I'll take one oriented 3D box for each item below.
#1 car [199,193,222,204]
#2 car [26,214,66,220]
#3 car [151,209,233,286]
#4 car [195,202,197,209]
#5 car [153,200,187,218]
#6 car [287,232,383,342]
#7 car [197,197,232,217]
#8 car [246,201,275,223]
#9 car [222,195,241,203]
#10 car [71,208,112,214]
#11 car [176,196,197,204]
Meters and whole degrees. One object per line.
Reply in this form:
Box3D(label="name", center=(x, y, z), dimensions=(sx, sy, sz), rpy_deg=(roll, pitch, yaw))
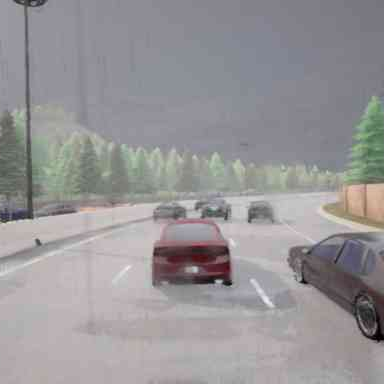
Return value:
Box3D(label="car", center=(3.779, 1.229, 67.218), dimensions=(2.150, 2.045, 5.566), rpy_deg=(-1, 0, 33))
Box3D(label="car", center=(-12.043, 1.797, 29.012), dimensions=(1.837, 1.490, 4.892), rpy_deg=(-1, 0, 12))
Box3D(label="car", center=(0.010, 1.488, 9.488), dimensions=(1.882, 1.535, 5.008), rpy_deg=(-1, 0, 0))
Box3D(label="car", center=(1.757, 1.512, 39.335), dimensions=(1.837, 1.490, 4.892), rpy_deg=(-1, 0, 20))
Box3D(label="car", center=(-1.670, 1.557, 26.720), dimensions=(2.128, 1.511, 4.902), rpy_deg=(-1, 0, 11))
Box3D(label="car", center=(3.447, 1.480, 6.314), dimensions=(2.033, 1.411, 5.357), rpy_deg=(-1, 0, -1))
Box3D(label="car", center=(2.119, 1.337, 27.527), dimensions=(2.097, 1.767, 4.553), rpy_deg=(-1, 0, 12))
Box3D(label="car", center=(5.148, 1.421, 25.008), dimensions=(1.837, 1.490, 4.892), rpy_deg=(-1, 0, 11))
Box3D(label="car", center=(8.038, 1.361, 67.394), dimensions=(1.882, 1.535, 5.008), rpy_deg=(-1, 0, 32))
Box3D(label="car", center=(-8.358, 1.565, 29.520), dimensions=(2.097, 1.767, 4.553), rpy_deg=(-1, 0, 13))
Box3D(label="car", center=(-1.075, 1.590, 66.029), dimensions=(1.837, 1.490, 4.892), rpy_deg=(-1, 0, 31))
